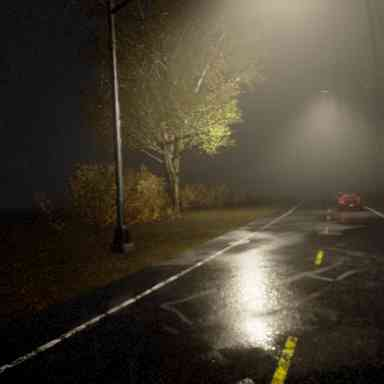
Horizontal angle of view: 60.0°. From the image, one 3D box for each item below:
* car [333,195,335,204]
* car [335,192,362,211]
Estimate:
[{"bbox_3d":[18.334,0.755,40.443,1.837,1.490,4.892,-3,0,21],"label":"car"},{"bbox_3d":[14.470,0.934,30.611,1.812,1.442,4.674,-3,0,22],"label":"car"}]
